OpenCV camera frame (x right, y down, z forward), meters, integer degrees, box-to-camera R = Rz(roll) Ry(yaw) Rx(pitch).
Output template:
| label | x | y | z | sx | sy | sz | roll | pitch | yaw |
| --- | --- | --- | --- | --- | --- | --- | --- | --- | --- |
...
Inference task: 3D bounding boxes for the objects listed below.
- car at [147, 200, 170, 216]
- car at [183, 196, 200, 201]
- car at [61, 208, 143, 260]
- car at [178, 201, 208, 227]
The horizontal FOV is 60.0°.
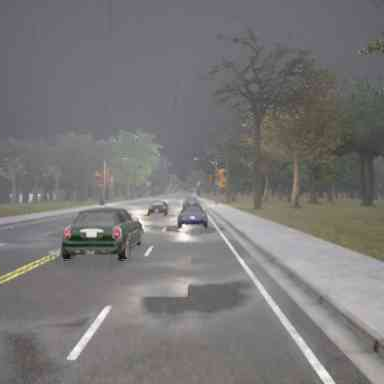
| label | x | y | z | sx | sy | sz | roll | pitch | yaw |
| --- | --- | --- | --- | --- | --- | --- | --- | --- | --- |
| car | -3.260 | 1.557 | 32.812 | 1.812 | 1.442 | 4.674 | 0 | 0 | 0 |
| car | -0.068 | 1.394 | 40.760 | 2.097 | 1.767 | 4.553 | 0 | 0 | 0 |
| car | -3.170 | 1.362 | 12.610 | 2.097 | 1.767 | 4.553 | 0 | 0 | 0 |
| car | 0.043 | 1.583 | 22.907 | 1.994 | 1.385 | 4.181 | 0 | 0 | 0 |
